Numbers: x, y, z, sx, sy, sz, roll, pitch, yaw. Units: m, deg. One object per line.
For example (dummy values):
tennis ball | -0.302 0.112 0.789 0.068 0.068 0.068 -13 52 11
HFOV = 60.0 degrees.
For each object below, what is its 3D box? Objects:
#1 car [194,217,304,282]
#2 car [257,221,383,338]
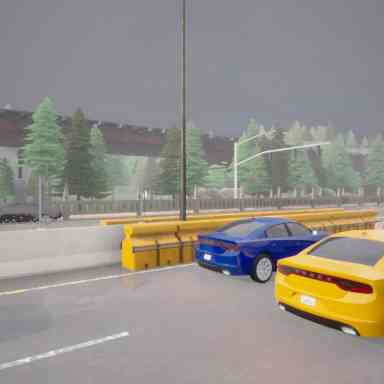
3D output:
car | 2.399 1.478 9.770 5.008 1.535 1.882 0 0 -36
car | 3.762 1.478 6.441 5.008 1.535 1.882 0 0 -35
